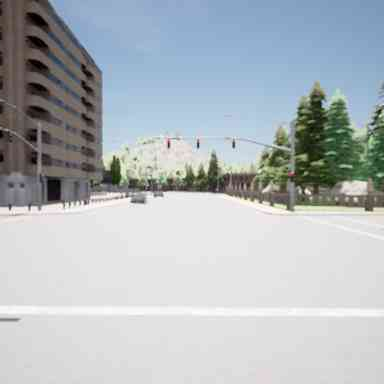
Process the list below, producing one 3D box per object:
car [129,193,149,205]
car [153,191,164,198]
[{"bbox_3d":[-6.983,0.911,44.106,1.812,1.442,4.674,0,1,0],"label":"car"},{"bbox_3d":[-6.976,0.554,69.833,1.994,1.385,4.181,0,1,0],"label":"car"}]
